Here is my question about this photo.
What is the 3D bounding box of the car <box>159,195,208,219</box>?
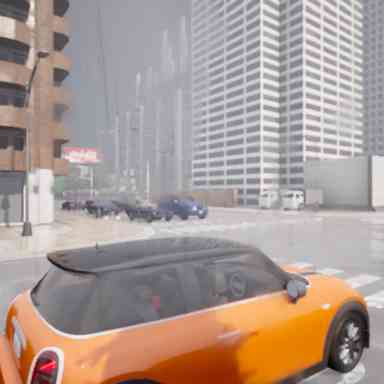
[{"bbox_3d":[-0.937,1.261,28.870,2.150,2.045,5.566,0,0,-36],"label":"car"}]

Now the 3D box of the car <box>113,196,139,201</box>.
[{"bbox_3d":[-6.674,1.544,36.652,1.837,1.490,4.892,0,0,-36],"label":"car"}]

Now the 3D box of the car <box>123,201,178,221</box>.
[{"bbox_3d":[-3.408,1.644,26.323,1.895,1.301,4.718,0,0,-36],"label":"car"}]

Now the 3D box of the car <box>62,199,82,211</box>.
[{"bbox_3d":[-15.013,1.607,42.111,1.994,1.385,4.181,0,0,-35],"label":"car"}]

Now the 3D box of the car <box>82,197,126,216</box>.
[{"bbox_3d":[-9.133,1.590,34.086,2.033,1.411,5.357,0,0,-36],"label":"car"}]

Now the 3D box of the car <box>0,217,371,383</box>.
[{"bbox_3d":[0.213,1.350,4.130,4.553,1.767,2.097,0,0,-35],"label":"car"}]
